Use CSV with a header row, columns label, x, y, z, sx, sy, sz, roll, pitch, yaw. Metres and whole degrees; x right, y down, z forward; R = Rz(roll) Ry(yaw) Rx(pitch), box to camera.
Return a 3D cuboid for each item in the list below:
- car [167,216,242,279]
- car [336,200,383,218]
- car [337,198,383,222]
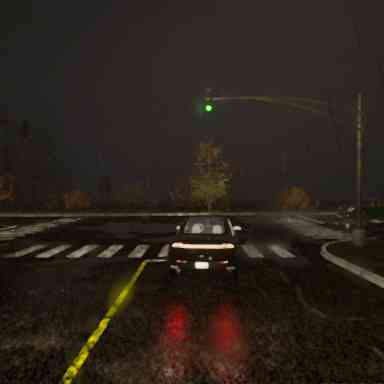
label,x,y,z,sx,sy,sz,roll,pitch,yaw
car,0.467,1.480,10.104,2.128,1.511,4.902,0,0,6
car,14.712,1.408,27.680,4.718,1.301,1.895,0,1,-2
car,13.112,1.213,24.397,4.553,1.767,2.097,0,1,-1
